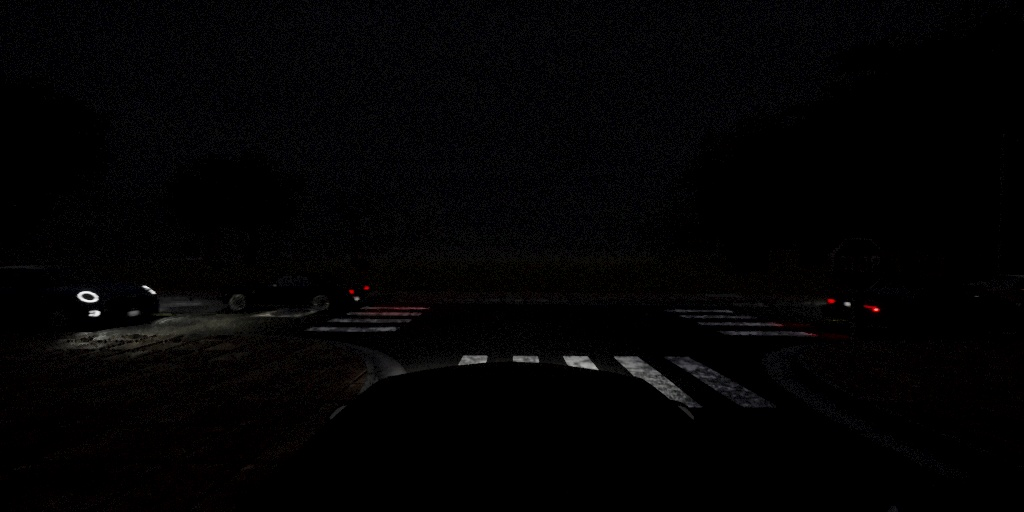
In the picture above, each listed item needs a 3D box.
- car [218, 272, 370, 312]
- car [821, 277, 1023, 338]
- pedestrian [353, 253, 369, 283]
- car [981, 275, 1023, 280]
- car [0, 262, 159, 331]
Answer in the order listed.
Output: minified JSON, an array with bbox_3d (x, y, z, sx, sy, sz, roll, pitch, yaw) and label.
[{"bbox_3d":[-7.948,1.273,13.297,4.718,1.301,1.895,0,1,0],"label":"car"},{"bbox_3d":[12.142,1.455,10.258,5.357,1.411,2.033,0,1,0],"label":"car"},{"bbox_3d":[-6.804,0.757,16.187,0.375,1.860,0.375,0,1,0],"label":"pedestrian"},{"bbox_3d":[18.179,1.425,13.158,4.674,1.442,1.812,1,1,0],"label":"car"},{"bbox_3d":[-13.169,1.062,10.363,4.553,1.767,2.097,0,1,0],"label":"car"}]
